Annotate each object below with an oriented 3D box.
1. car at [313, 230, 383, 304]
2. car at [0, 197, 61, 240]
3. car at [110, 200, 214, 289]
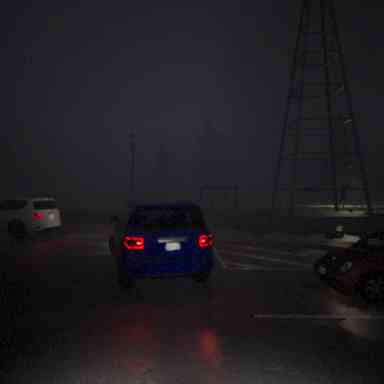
[{"bbox_3d":[4.887,1.541,7.554,3.905,1.438,1.784,0,0,0],"label":"car"},{"bbox_3d":[-9.579,1.270,17.192,5.566,2.045,2.150,0,0,14],"label":"car"},{"bbox_3d":[-1.091,1.247,9.562,2.150,2.045,5.566,0,0,-15],"label":"car"}]
